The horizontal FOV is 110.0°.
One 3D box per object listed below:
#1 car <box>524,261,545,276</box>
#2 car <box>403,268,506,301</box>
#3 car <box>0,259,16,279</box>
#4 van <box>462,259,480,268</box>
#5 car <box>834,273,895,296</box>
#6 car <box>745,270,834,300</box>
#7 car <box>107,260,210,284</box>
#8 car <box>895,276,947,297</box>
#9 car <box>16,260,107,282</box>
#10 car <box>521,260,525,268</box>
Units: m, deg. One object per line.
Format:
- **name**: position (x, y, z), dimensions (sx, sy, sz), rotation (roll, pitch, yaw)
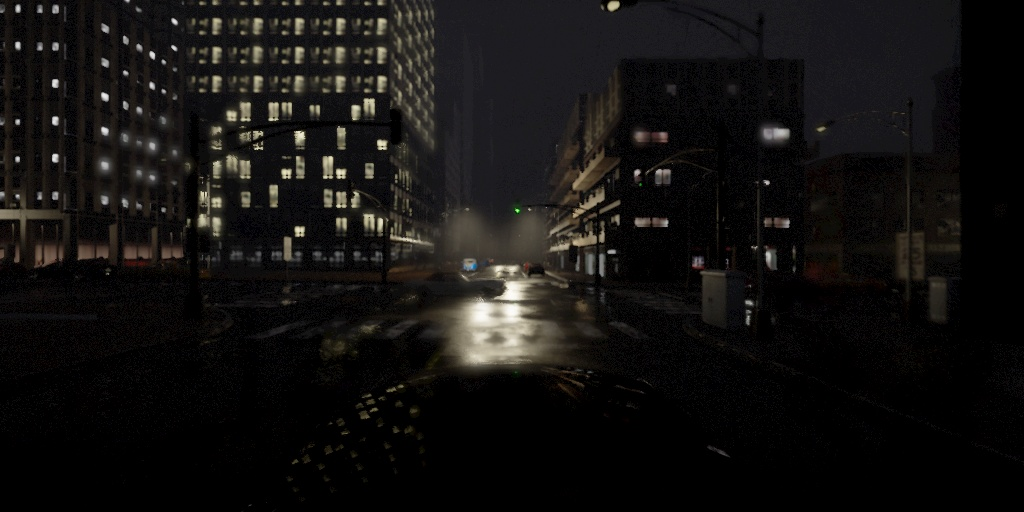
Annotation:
- **car**: position (2.615, 1.475, 39.309), dimensions (1.948, 1.339, 4.313), rotation (0, 0, 0)
- **car**: position (-2.617, 1.399, 17.193), dimensions (4.718, 1.301, 1.895), rotation (1, 0, -1)
- **car**: position (-33.149, 0.813, 22.477), dimensions (4.207, 1.307, 1.802), rotation (0, 0, -1)
- **van**: position (-5.787, 1.294, 49.258), dimensions (1.690, 1.789, 3.998), rotation (0, 0, 0)
- **car**: position (21.323, 1.787, 23.203), dimensions (4.829, 1.417, 1.751), rotation (0, 0, -1)
- **car**: position (15.156, 1.664, 20.529), dimensions (4.674, 1.442, 1.812), rotation (1, 0, -1)
- **car**: position (-22.086, 0.967, 22.712), dimensions (4.829, 1.417, 1.751), rotation (0, 0, -1)
- **car**: position (27.016, 1.932, 23.279), dimensions (4.313, 1.339, 1.948), rotation (0, 0, -1)
- **car**: position (-27.530, 0.902, 22.552), dimensions (4.313, 1.339, 1.948), rotation (0, 0, -1)
- **car**: position (2.593, 1.498, 49.276), dimensions (1.888, 1.381, 4.507), rotation (0, 0, 0)
